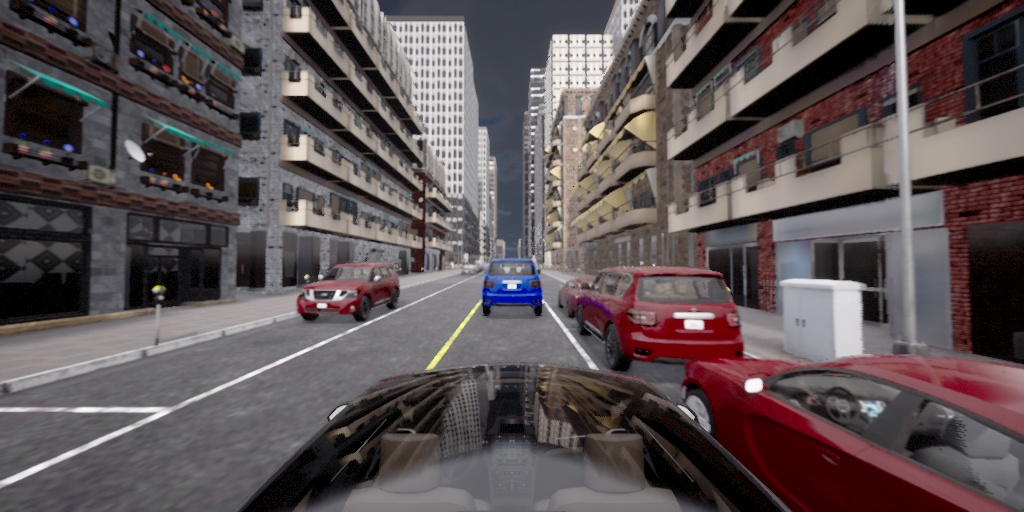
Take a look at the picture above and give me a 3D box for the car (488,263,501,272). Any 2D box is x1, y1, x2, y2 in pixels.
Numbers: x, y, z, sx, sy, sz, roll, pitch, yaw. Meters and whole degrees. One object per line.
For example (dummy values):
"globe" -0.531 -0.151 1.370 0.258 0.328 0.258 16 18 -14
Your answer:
"car" -3.004 1.952 61.985 1.994 1.385 4.181 0 -1 1

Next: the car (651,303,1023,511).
"car" 2.692 1.300 2.175 1.888 1.381 4.507 0 0 0

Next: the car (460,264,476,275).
"car" -5.625 1.775 46.449 2.007 1.370 4.403 0 0 0

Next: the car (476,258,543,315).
"car" 0.021 1.111 14.446 2.150 2.045 5.566 0 0 0

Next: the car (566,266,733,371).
"car" 2.696 1.129 7.716 2.192 1.841 5.009 0 0 0

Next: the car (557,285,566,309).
"car" 2.700 1.455 13.256 1.802 1.307 4.207 0 0 0

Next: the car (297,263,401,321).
"car" -5.682 1.188 13.209 2.192 1.841 5.009 0 0 0
